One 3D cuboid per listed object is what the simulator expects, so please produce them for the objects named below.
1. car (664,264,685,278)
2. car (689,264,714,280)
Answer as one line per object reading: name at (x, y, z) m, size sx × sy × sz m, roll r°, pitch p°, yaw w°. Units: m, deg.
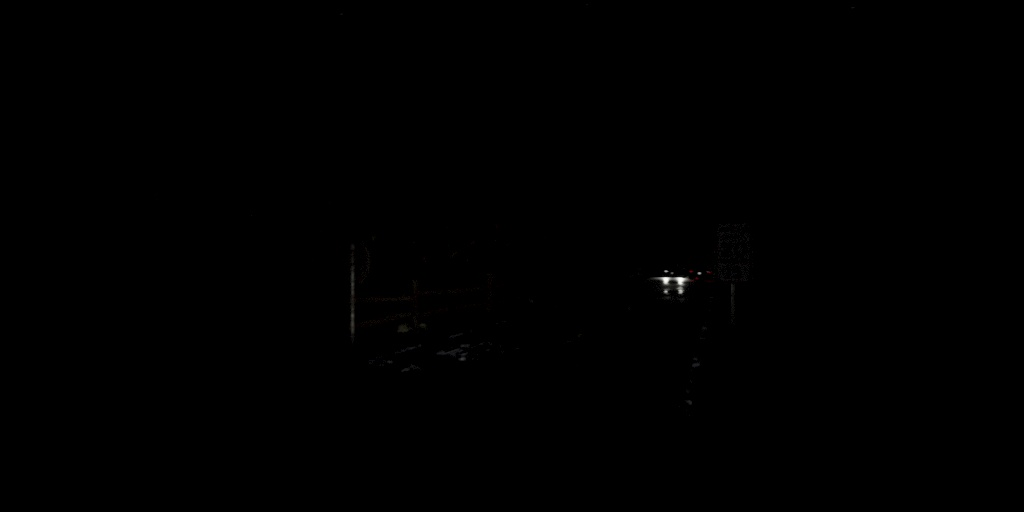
car at (18.668, 1.644, 41.143) m, size 1.837 × 1.490 × 4.892 m, roll 0°, pitch 0°, yaw 30°
car at (19.097, 1.673, 36.309) m, size 1.994 × 1.385 × 4.181 m, roll 0°, pitch 0°, yaw 31°
